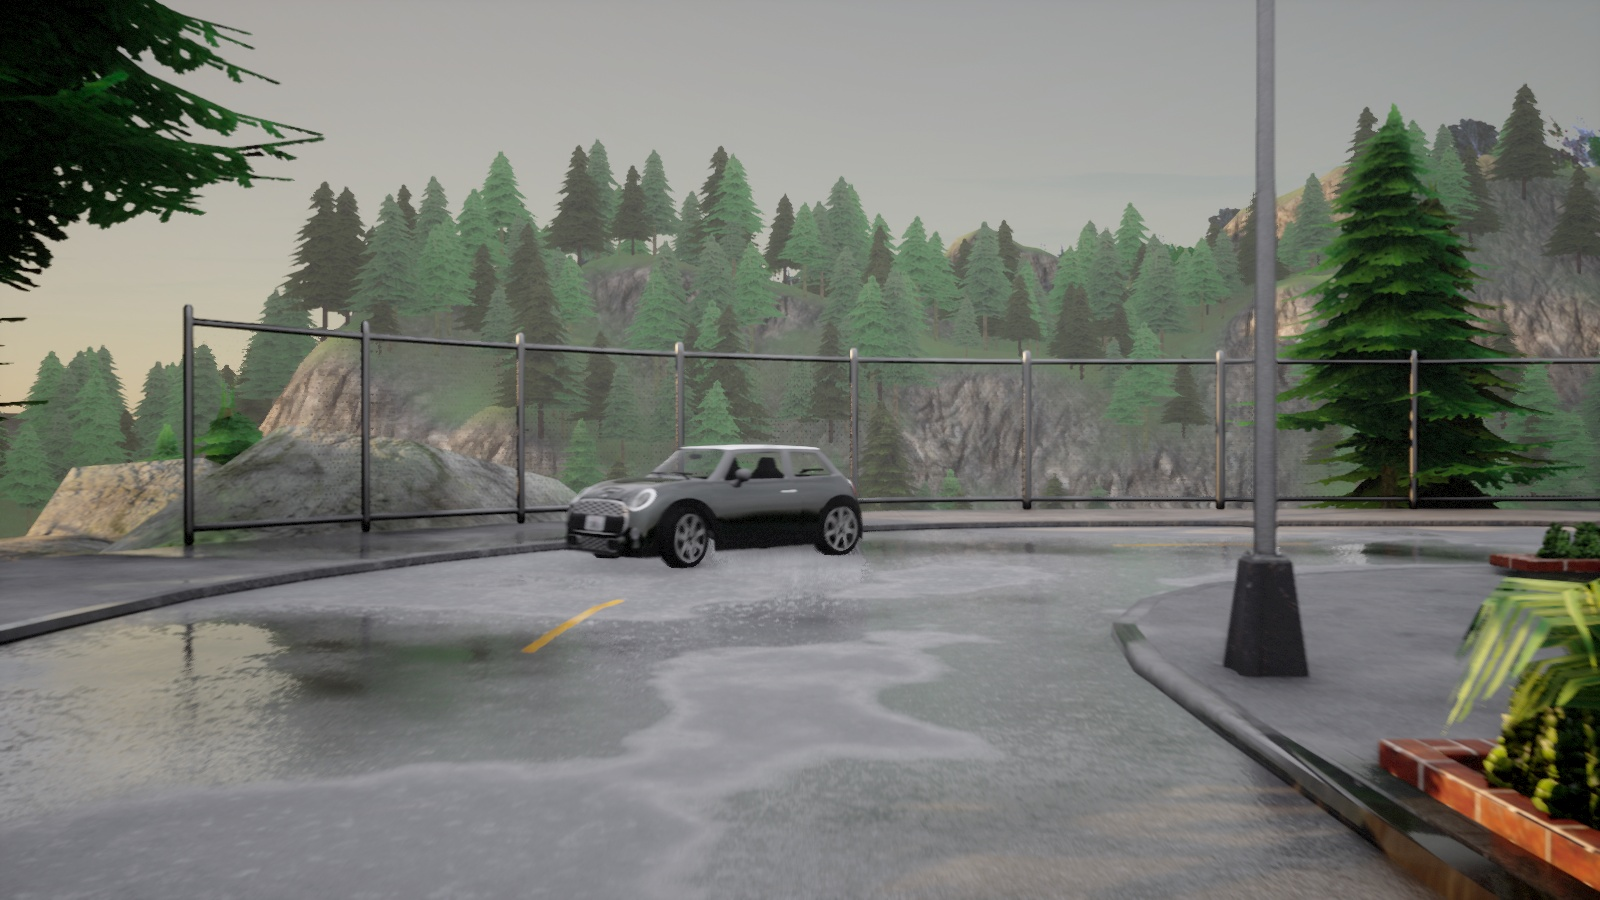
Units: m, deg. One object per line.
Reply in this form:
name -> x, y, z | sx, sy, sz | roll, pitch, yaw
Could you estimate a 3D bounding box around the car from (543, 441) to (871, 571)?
car -> -1.128, 0.622, 16.160 | 3.806, 1.475, 1.970 | 0, 0, -42
